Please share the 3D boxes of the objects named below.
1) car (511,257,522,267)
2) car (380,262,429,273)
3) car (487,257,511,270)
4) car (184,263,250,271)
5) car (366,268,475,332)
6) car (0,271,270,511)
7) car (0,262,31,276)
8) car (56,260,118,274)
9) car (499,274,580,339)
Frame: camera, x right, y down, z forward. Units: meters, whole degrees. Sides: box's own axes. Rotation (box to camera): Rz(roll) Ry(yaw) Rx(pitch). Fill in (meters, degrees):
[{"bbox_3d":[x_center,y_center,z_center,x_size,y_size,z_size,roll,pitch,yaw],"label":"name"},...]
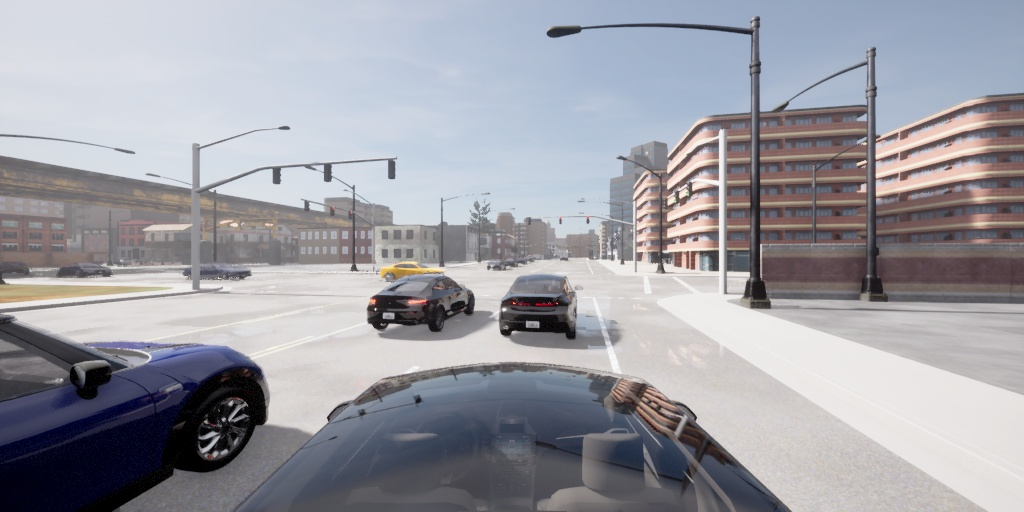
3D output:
[{"bbox_3d":[-0.228,0.957,57.287,1.882,1.535,5.008,0,1,11],"label":"car"},{"bbox_3d":[-7.589,1.199,27.575,5.008,1.535,1.882,0,0,10],"label":"car"},{"bbox_3d":[-2.028,1.106,48.010,2.128,1.511,4.902,0,1,11],"label":"car"},{"bbox_3d":[-25.167,1.297,30.600,5.357,1.411,2.033,0,0,10],"label":"car"},{"bbox_3d":[-2.536,1.276,10.873,1.812,1.442,4.674,0,0,11],"label":"car"},{"bbox_3d":[-3.858,1.102,2.096,2.097,1.767,4.553,0,0,6],"label":"car"},{"bbox_3d":[-52.006,1.297,37.456,5.357,1.411,2.033,0,0,35],"label":"car"},{"bbox_3d":[-39.653,1.314,33.266,4.181,1.385,1.994,0,0,12],"label":"car"},{"bbox_3d":[0.909,1.255,10.232,1.837,1.490,4.892,0,0,11],"label":"car"}]
